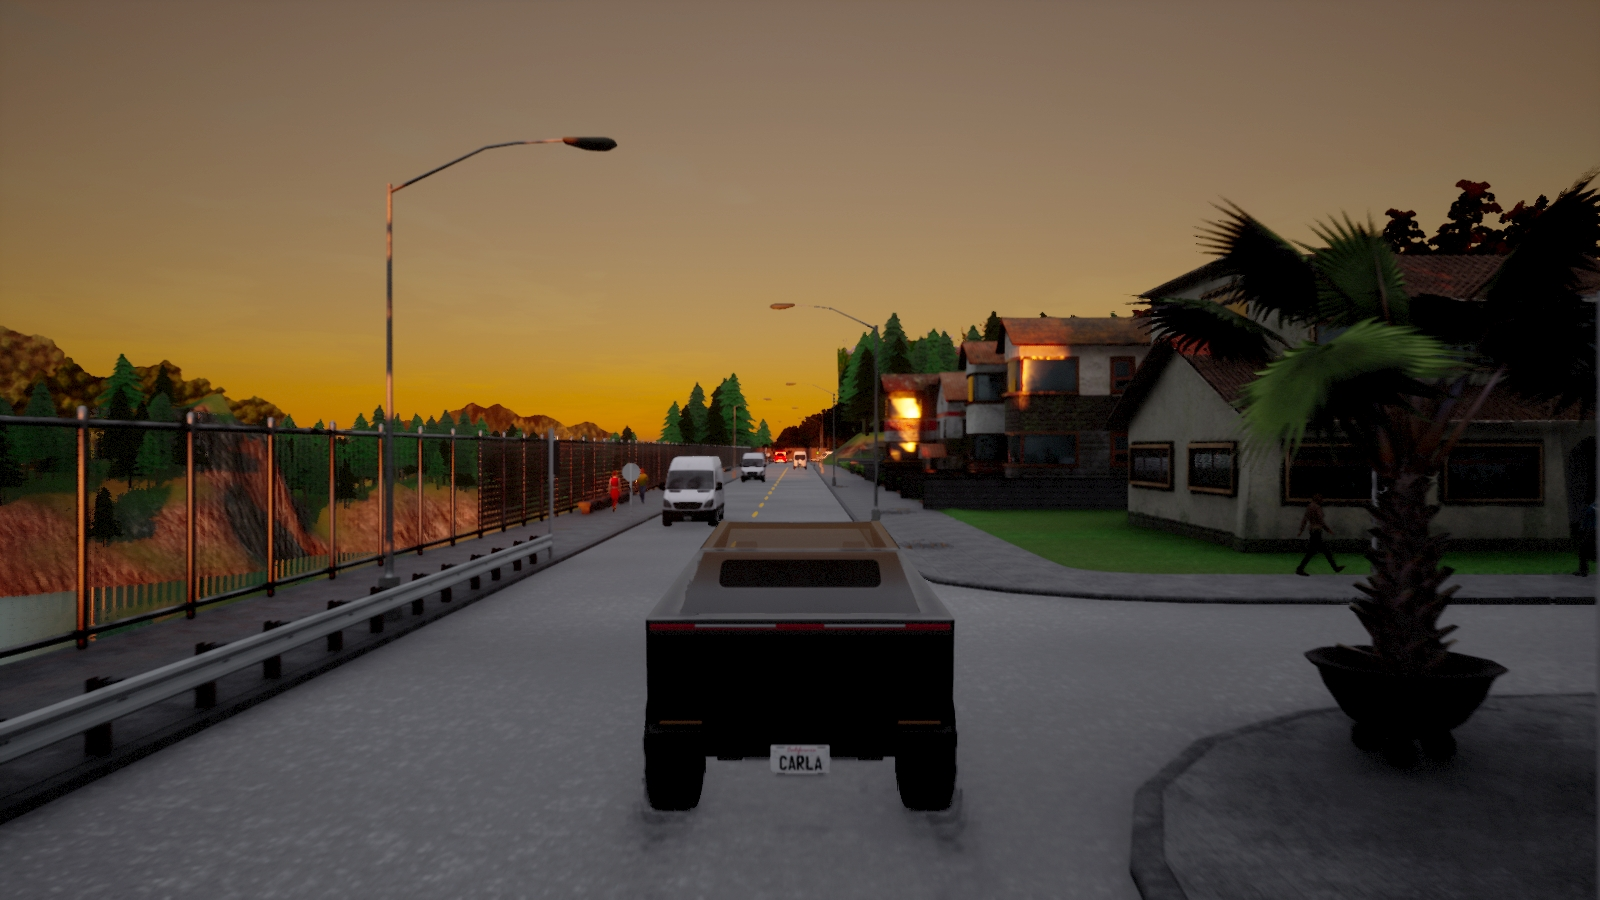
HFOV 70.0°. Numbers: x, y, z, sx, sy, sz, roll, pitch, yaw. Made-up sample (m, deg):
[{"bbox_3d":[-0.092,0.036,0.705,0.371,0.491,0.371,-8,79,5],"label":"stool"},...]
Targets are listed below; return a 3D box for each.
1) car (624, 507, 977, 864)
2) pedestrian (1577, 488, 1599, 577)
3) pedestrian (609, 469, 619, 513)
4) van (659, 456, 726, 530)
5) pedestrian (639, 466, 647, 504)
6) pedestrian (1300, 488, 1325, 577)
[{"bbox_3d":[0.001,1.752,10.875,2.390,2.098,6.274,0,0,0],"label":"car"},{"bbox_3d":[16.693,1.734,24.067,0.375,1.860,0.375,0,0,0],"label":"pedestrian"},{"bbox_3d":[-7.869,1.738,48.350,0.375,1.860,0.375,0,0,-1],"label":"pedestrian"},{"bbox_3d":[-3.993,1.526,43.494,1.988,2.561,5.915,0,0,0],"label":"van"},{"bbox_3d":[-7.811,1.739,56.884,0.375,1.860,0.375,0,0,-3],"label":"pedestrian"},{"bbox_3d":[10.820,1.733,24.130,0.375,1.860,0.375,0,0,0],"label":"pedestrian"}]
